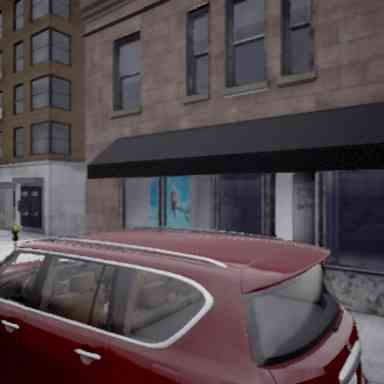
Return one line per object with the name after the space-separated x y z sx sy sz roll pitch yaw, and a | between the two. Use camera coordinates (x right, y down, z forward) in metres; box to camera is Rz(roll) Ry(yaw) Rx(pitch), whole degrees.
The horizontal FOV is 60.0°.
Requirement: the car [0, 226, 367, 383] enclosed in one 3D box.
-0.911 1.316 3.543 5.009 1.841 2.192 0 0 36 | car
